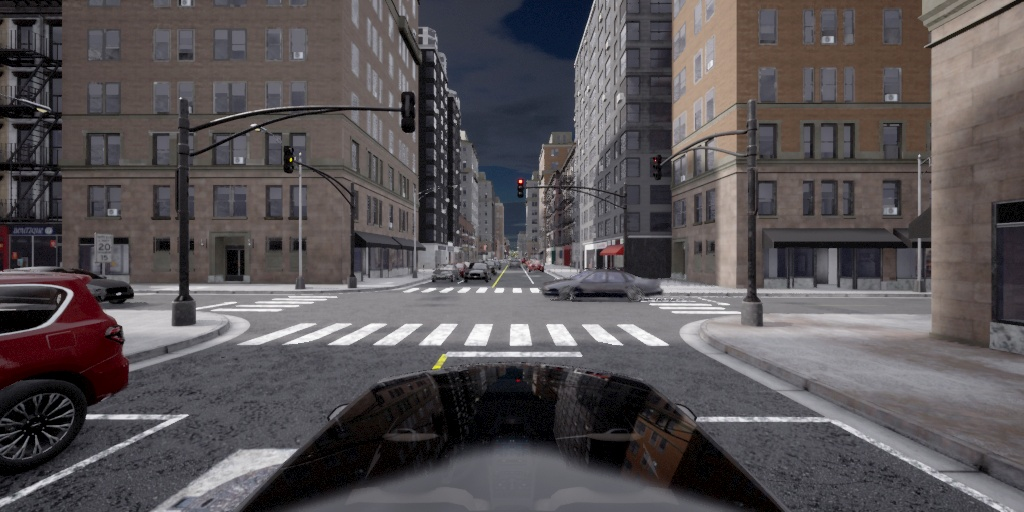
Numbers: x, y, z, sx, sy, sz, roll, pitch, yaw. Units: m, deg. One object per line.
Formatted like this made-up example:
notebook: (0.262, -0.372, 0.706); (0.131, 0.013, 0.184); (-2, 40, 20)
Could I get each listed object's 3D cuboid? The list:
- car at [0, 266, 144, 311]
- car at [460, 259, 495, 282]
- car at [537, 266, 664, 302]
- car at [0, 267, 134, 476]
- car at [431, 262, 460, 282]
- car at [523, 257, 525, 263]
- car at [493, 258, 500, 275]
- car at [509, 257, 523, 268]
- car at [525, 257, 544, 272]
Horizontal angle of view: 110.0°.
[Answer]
car: (-17.432, 1.185, 13.694); (4.892, 1.490, 1.837); (0, 0, 0)
car: (-2.662, 1.253, 28.502); (1.837, 1.490, 4.892); (0, 0, 0)
car: (4.044, 1.324, 16.520); (5.357, 1.411, 2.033); (0, 0, 0)
car: (-5.389, 1.065, 2.011); (2.192, 1.841, 5.009); (0, 0, 0)
car: (-5.199, 1.299, 28.473); (2.007, 1.370, 4.403); (0, 0, 0)
car: (3.390, 1.090, 58.423); (2.097, 1.767, 4.553); (0, 0, 0)
car: (-2.589, 1.251, 38.876); (1.837, 1.490, 4.892); (0, 0, 0)
car: (0.514, 1.227, 60.446); (2.128, 1.511, 4.902); (0, 0, 1)
car: (2.942, 1.184, 44.771); (1.967, 1.591, 4.097); (0, 0, 0)
